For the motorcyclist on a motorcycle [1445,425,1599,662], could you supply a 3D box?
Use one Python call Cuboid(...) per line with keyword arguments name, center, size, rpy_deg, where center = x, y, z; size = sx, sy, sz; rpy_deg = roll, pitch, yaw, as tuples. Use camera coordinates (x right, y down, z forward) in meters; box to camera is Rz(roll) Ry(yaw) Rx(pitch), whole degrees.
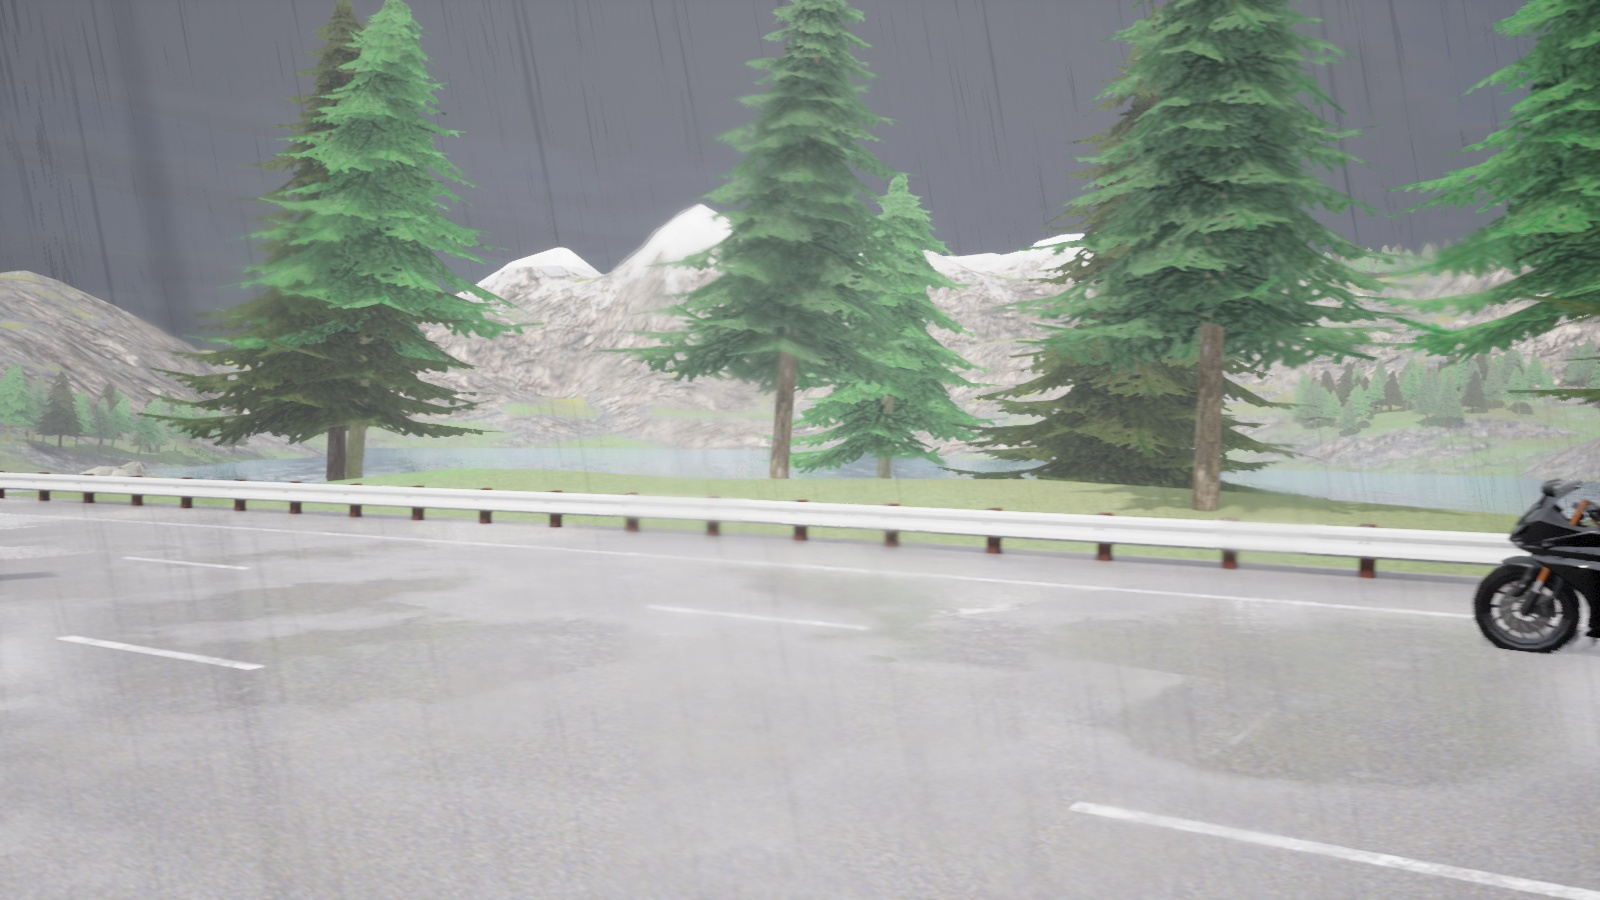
Cuboid(name="motorcyclist on a motorcycle", center=(5.590, 0.600, 8.395), size=(2.191, 1.530, 0.866), rpy_deg=(0, 2, 33))
